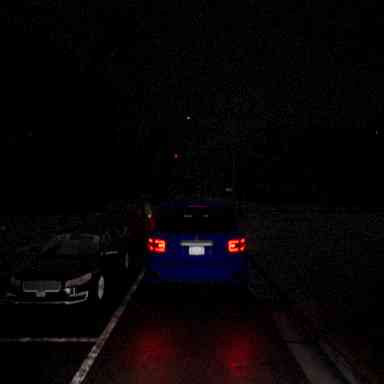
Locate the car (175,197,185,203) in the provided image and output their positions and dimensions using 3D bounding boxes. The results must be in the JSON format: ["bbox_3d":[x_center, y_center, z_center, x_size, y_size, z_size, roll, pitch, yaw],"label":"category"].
[{"bbox_3d":[-2.406,1.621,68.623,1.802,1.307,4.206,0,0,0],"label":"car"}]

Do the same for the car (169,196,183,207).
[{"bbox_3d":[-2.465,1.432,51.558,1.967,1.590,4.097,0,0,0],"label":"car"}]

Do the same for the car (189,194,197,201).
[{"bbox_3d":[0.296,1.298,86.048,2.097,1.767,4.553,0,0,0],"label":"car"}]

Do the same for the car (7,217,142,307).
[{"bbox_3d":[-2.612,1.534,7.946,2.008,1.369,4.403,0,0,0],"label":"car"}]

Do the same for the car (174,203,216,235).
[{"bbox_3d":[0.187,1.460,19.531,2.128,1.511,4.902,0,0,1],"label":"car"}]

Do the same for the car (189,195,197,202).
[{"bbox_3d":[0.260,1.535,75.658,1.882,1.535,5.008,0,0,0],"label":"car"}]

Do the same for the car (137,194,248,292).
[{"bbox_3d":[0.124,1.203,8.990,2.150,2.045,5.566,0,0,1],"label":"car"}]

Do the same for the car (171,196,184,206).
[{"bbox_3d":[-2.445,1.446,57.246,1.967,1.590,4.097,0,0,0],"label":"car"}]

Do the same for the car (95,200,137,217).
[{"bbox_3d":[-2.594,1.289,13.409,2.192,1.841,5.009,0,0,0],"label":"car"}]

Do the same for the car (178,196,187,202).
[{"bbox_3d":[-2.368,1.634,80.000,2.008,1.369,4.403,0,0,0],"label":"car"}]
